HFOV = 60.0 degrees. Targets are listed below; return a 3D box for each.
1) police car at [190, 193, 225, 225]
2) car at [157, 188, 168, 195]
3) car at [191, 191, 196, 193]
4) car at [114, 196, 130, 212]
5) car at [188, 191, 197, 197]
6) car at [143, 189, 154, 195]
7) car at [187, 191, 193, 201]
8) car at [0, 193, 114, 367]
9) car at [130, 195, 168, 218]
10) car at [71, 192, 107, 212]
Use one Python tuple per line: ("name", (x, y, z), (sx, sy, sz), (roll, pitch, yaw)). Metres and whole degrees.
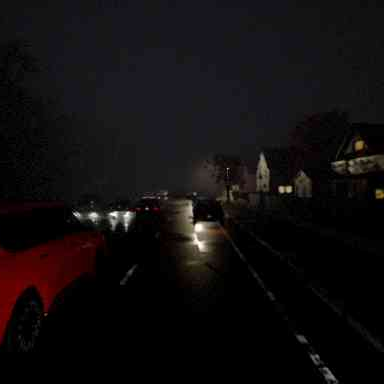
("police car", (0.980, 1.125, 21.315), (1.930, 1.638, 5.238), (0, 1, 0))
("car", (-6.480, 0.046, 74.456), (2.150, 2.045, 5.566), (0, 1, 0))
("car", (0.984, 0.978, 37.204), (1.837, 1.490, 4.892), (0, 1, 0))
("car", (-6.577, 1.110, 32.122), (1.994, 1.385, 4.181), (0, 1, 0))
("car", (0.018, 0.423, 72.480), (1.895, 1.301, 4.718), (0, 1, 0))
("car", (-9.731, 0.175, 74.519), (2.097, 1.767, 4.553), (0, 1, 0))
("car", (0.027, 0.729, 56.455), (2.033, 1.411, 5.357), (0, 1, 0))
("car", (-3.148, 1.140, 5.798), (2.150, 2.045, 5.566), (0, 1, 0))
("car", (-3.144, 1.185, 25.765), (2.033, 1.411, 5.357), (0, 1, 0))
("car", (-9.826, 0.897, 32.176), (2.097, 1.767, 4.553), (0, 1, 0))
